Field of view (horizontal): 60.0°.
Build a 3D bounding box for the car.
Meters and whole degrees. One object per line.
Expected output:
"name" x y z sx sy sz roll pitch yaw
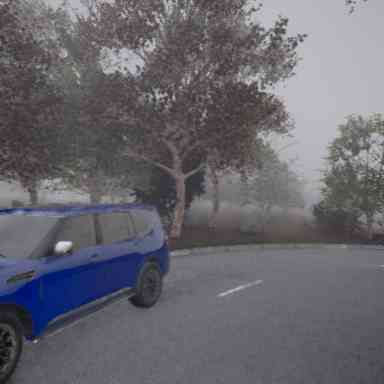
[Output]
"car" -2.385 1.220 5.647 2.150 2.045 5.566 0 -1 24
